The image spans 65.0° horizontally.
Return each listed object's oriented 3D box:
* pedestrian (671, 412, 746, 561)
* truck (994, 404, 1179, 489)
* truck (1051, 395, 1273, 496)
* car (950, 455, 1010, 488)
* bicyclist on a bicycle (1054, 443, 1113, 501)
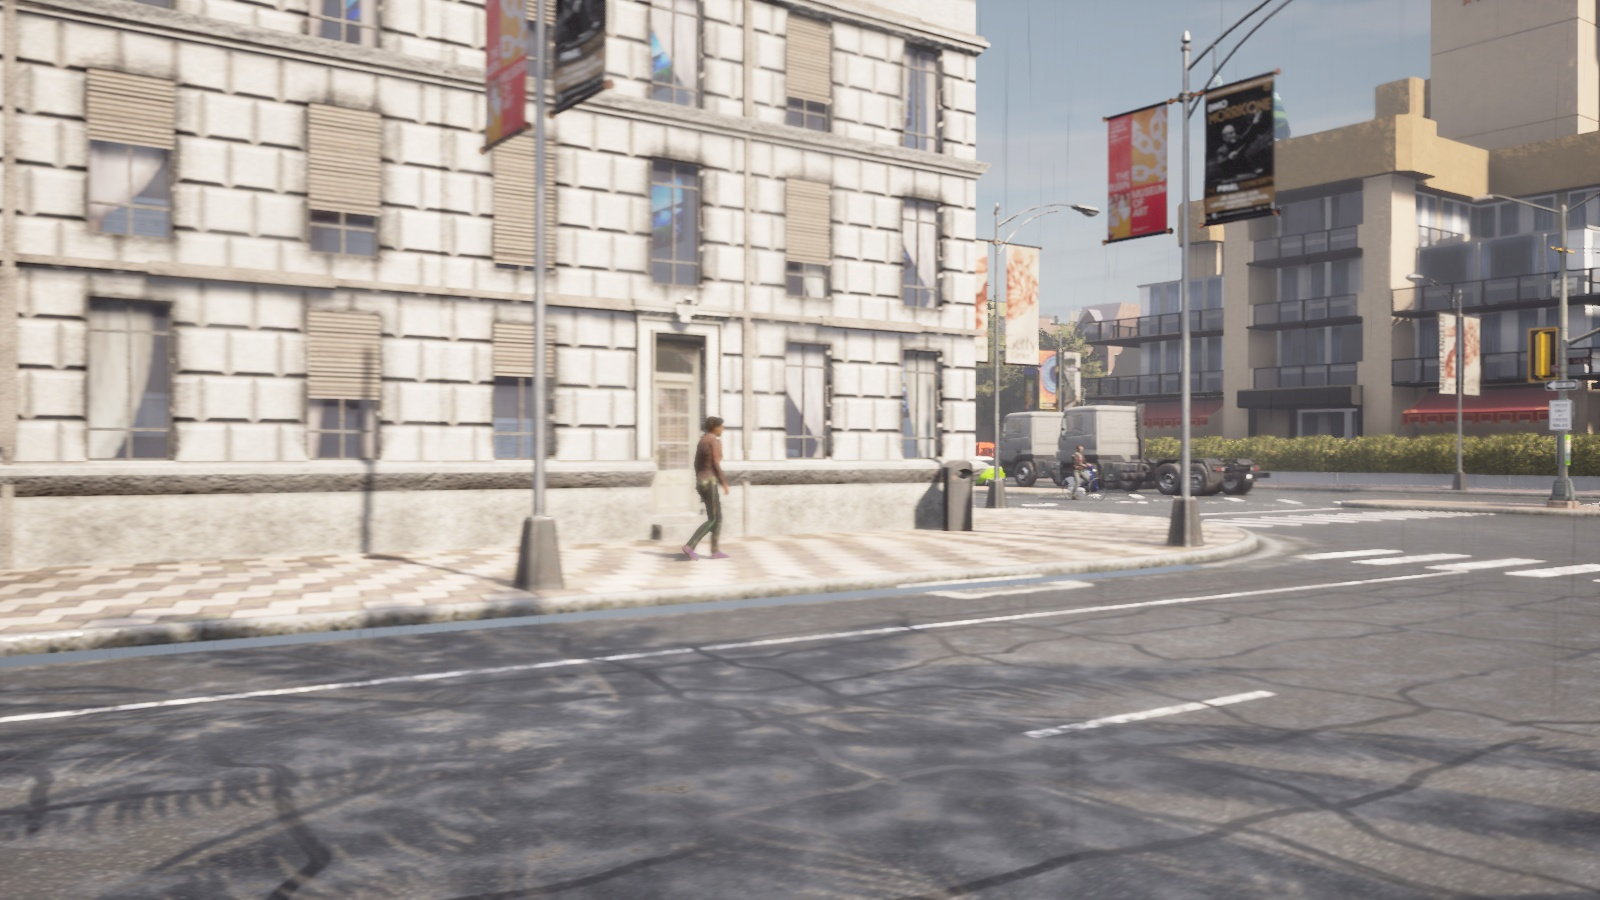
[{"bbox_3d":[-1.135,0.442,15.599,0.869,1.805,0.328,0,0,-28],"label":"pedestrian"},{"bbox_3d":[12.310,-0.129,54.721,2.891,3.462,7.936,0,0,-35],"label":"truck"},{"bbox_3d":[13.384,-0.149,47.162,2.891,3.462,7.936,0,0,-35],"label":"truck"},{"bbox_3d":[7.880,0.918,54.915,1.481,1.376,2.207,0,0,-35],"label":"car"},{"bbox_3d":[8.931,0.694,39.615,0.659,1.776,1.843,0,0,-35],"label":"bicyclist on a bicycle"}]
